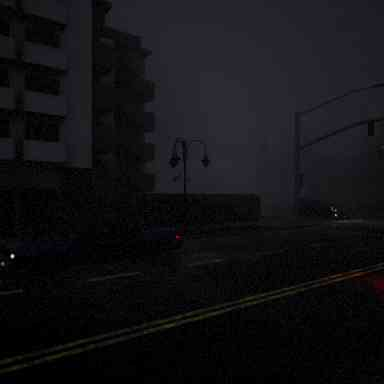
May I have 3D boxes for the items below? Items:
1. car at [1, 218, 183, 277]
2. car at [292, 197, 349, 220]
[{"bbox_3d":[-2.900,1.547,10.485,5.357,1.411,2.033,0,0,-35],"label":"car"},{"bbox_3d":[10.695,1.352,27.871,2.097,1.767,4.553,0,0,-33],"label":"car"}]
